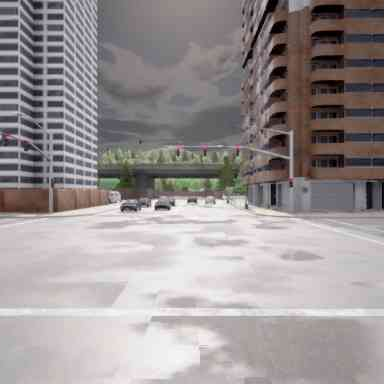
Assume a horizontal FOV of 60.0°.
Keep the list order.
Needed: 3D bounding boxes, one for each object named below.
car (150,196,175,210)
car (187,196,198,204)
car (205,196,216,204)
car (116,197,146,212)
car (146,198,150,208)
[{"bbox_3d":[-3.628,1.547,42.242,2.033,1.411,5.357,0,0,0],"label":"car"},{"bbox_3d":[0.056,1.504,63.142,1.837,1.490,4.892,0,0,0],"label":"car"},{"bbox_3d":[3.455,1.525,63.109,1.812,1.442,4.674,0,0,0],"label":"car"},{"bbox_3d":[-7.127,1.547,39.369,2.033,1.411,5.357,0,0,0],"label":"car"},{"bbox_3d":[-7.124,1.547,49.722,2.033,1.411,5.357,0,0,0],"label":"car"}]
